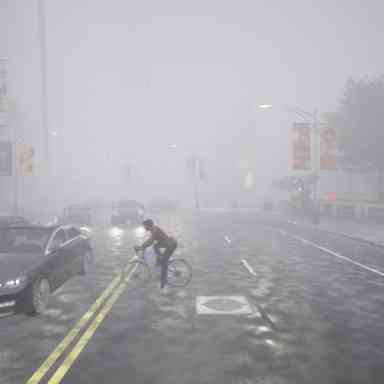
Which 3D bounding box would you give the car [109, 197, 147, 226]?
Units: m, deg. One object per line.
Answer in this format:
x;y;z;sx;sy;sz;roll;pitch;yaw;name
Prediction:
-4.570;1.351;23.620;2.097;1.767;4.553;0;0;-12;car

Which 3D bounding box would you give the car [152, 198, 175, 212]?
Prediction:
-3.717;1.505;38.958;1.837;1.490;4.892;0;0;-31;car

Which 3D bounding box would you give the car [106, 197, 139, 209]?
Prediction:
-9.807;1.491;46.661;2.128;1.511;4.902;0;0;-45;car

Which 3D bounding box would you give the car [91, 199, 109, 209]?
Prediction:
-12.773;1.601;44.732;4.718;1.301;1.895;0;0;44;car

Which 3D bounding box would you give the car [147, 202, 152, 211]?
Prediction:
-6.616;1.526;37.191;1.812;1.442;4.674;0;0;-32;car

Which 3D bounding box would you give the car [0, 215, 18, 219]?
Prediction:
-7.206;1.547;12.007;2.033;1.411;5.357;0;0;-1;car

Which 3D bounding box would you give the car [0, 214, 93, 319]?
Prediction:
-3.670;1.492;7.555;2.128;1.511;4.902;0;0;-1;car

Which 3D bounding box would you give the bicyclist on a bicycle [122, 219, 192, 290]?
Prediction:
-0.832;1.455;7.740;1.656;1.620;0.582;-2;0;-1;bicyclist on a bicycle

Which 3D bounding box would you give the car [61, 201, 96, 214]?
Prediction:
-8.087;1.564;23.548;1.994;1.385;4.181;0;0;-14;car
